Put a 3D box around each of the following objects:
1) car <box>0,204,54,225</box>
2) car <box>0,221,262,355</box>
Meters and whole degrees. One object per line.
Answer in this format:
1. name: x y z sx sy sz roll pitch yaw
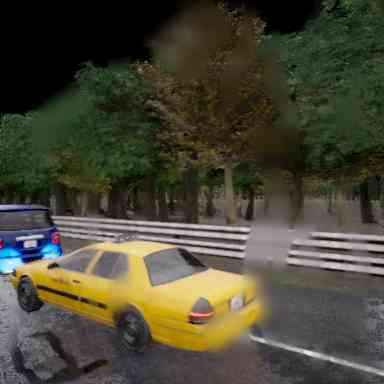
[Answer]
1. car: -6.037 1.375 9.661 5.566 2.045 2.150 -1 -1 37
2. car: -1.430 1.552 6.219 5.366 1.575 1.801 -1 -1 36
